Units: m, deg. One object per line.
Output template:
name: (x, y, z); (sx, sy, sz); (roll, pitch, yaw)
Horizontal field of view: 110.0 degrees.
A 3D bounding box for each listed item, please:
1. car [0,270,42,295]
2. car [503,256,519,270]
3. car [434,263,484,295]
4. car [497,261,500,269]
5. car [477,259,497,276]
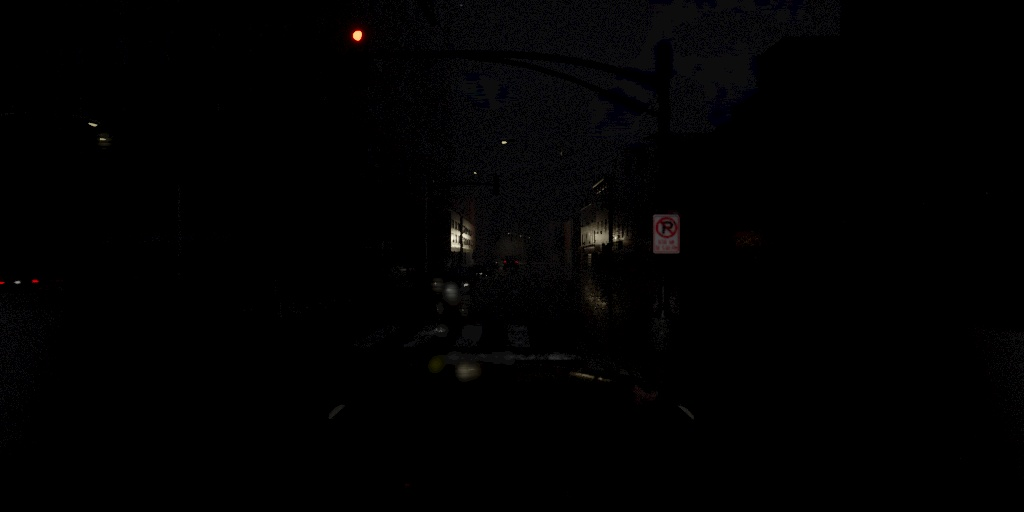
car: (-28.165, 1.433, 19.067); (5.357, 1.411, 2.033); (0, 0, 9)
car: (-0.194, 0.984, 52.552); (2.150, 2.045, 5.566); (0, 0, 0)
car: (-2.918, 1.299, 19.963); (2.033, 1.411, 5.357); (0, 0, 0)
car: (-3.017, 1.271, 56.158); (1.837, 1.490, 4.892); (0, -1, 0)
car: (-2.984, 1.303, 37.211); (2.033, 1.411, 5.357); (0, 0, 0)
